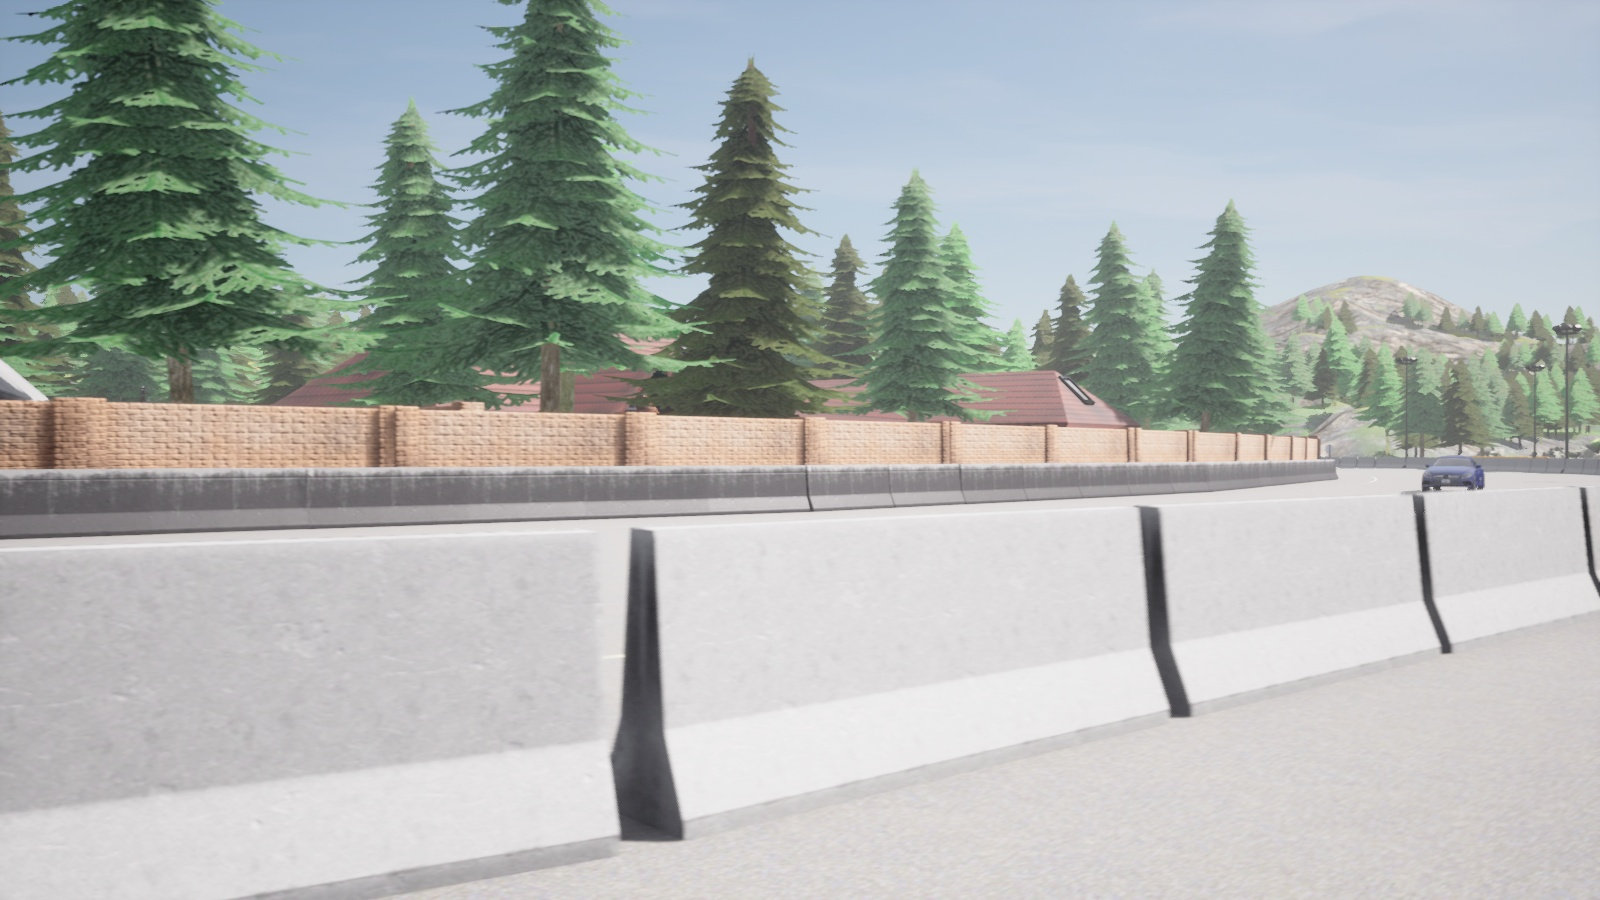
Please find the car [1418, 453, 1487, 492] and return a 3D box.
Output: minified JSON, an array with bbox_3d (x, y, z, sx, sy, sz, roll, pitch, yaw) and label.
[{"bbox_3d":[25.759,0.839,49.506,1.812,1.442,4.674,0,0,35],"label":"car"}]
